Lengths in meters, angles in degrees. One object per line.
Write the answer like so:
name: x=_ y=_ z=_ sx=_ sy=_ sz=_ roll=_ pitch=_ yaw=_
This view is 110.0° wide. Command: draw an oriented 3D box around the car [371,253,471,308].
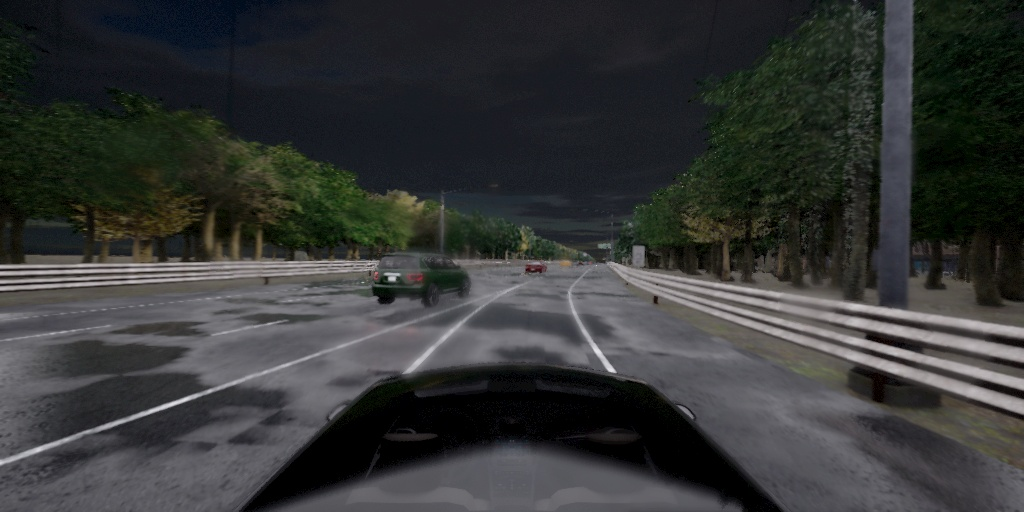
car: x=-3.583 y=0.909 z=15.196 sx=2.150 sy=2.045 sz=5.566 roll=1 pitch=0 yaw=14

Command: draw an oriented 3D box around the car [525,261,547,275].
car: x=2.854 y=1.308 z=41.531 sx=1.882 sy=1.535 sz=5.008 roll=1 pitch=0 yaw=14
